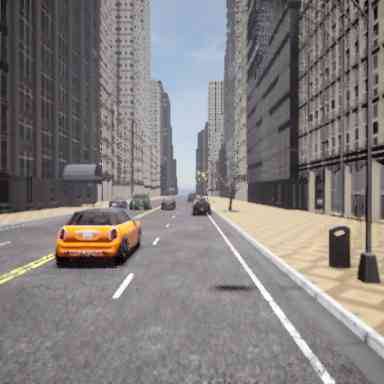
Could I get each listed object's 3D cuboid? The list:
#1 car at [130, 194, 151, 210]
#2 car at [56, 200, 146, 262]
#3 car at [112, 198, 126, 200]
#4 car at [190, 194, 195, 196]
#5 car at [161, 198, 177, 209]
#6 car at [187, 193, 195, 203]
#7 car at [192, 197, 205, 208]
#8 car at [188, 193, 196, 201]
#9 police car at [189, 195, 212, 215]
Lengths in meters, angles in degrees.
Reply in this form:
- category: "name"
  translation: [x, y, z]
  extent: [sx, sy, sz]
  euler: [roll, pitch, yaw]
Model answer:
- category: "car"
  translation: [-6.594, 1.239, 42.719]
  extent: [2.150, 2.045, 5.566]
  euler: [0, 0, 0]
- category: "car"
  translation: [-3.156, 1.346, 12.175]
  extent: [2.097, 1.767, 4.553]
  euler: [0, 0, 0]
- category: "car"
  translation: [-9.831, 1.512, 44.469]
  extent: [2.128, 1.511, 4.902]
  euler: [0, 0, 0]
- category: "car"
  translation: [0.955, 1.476, 44.190]
  extent: [1.801, 1.575, 5.366]
  euler: [0, 0, 0]
- category: "car"
  translation: [-3.172, 1.515, 46.221]
  extent: [2.128, 1.511, 4.902]
  euler: [0, 0, 0]
- category: "car"
  translation: [-0.030, 1.450, 69.444]
  extent: [1.837, 1.490, 4.892]
  euler: [0, 0, 0]
- category: "car"
  translation: [0.953, 1.508, 50.000]
  extent: [1.882, 1.535, 5.008]
  euler: [0, 0, 0]
- category: "car"
  translation: [-0.036, 1.160, 87.170]
  extent: [2.150, 2.045, 5.566]
  euler: [0, 0, 0]
- category: "police car"
  translation: [0.959, 1.430, 34.109]
  extent: [1.930, 1.638, 5.238]
  euler: [0, 0, 0]
